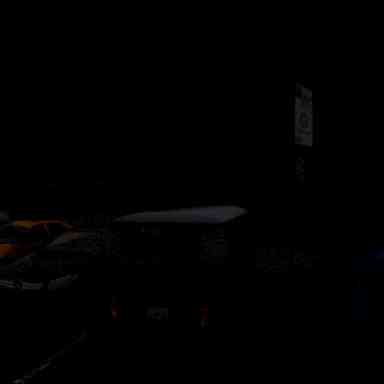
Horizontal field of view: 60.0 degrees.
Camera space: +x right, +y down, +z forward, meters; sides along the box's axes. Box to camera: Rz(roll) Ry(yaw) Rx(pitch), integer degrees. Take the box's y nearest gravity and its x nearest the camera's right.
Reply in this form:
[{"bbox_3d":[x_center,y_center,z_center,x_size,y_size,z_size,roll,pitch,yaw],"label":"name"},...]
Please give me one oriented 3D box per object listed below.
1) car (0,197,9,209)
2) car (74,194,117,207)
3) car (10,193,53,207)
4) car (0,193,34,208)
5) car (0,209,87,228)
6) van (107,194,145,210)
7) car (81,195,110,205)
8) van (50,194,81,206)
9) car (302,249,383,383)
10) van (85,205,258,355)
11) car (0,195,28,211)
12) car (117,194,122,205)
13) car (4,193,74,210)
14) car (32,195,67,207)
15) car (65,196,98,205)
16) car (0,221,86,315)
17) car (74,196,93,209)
[{"bbox_3d":[-27.543,1.521,44.947,4.792,1.488,2.163,-1,0,14],"label":"car"},{"bbox_3d":[-11.905,1.240,37.827,5.566,2.045,2.435,1,1,14],"label":"car"},{"bbox_3d":[-24.107,1.243,49.969,5.566,2.045,2.435,-1,-1,14],"label":"car"},{"bbox_3d":[-25.854,1.242,47.455,5.566,2.045,2.435,-1,0,14],"label":"car"},{"bbox_3d":[-4.818,1.478,9.392,1.946,1.575,5.366,1,-1,15],"label":"car"},{"bbox_3d":[-8.450,1.270,42.705,4.442,1.987,1.878,1,0,14],"label":"van"},{"bbox_3d":[-17.336,1.373,59.959,4.553,1.767,2.185,-1,0,14],"label":"car"},{"bbox_3d":[-20.866,1.273,54.997,4.442,1.987,1.878,-1,0,14],"label":"van"},{"bbox_3d":[2.562,1.485,4.335,2.097,1.535,5.008,0,-1,16],"label":"car"},{"bbox_3d":[0.152,1.261,6.201,1.878,1.987,4.442,0,-1,15],"label":"van"},{"bbox_3d":[-9.669,1.231,13.083,2.435,2.045,5.566,0,-1,15],"label":"car"},{"bbox_3d":[-10.248,1.241,40.278,5.566,2.045,2.435,1,1,14],"label":"car"},{"bbox_3d":[-15.161,1.238,32.925,5.566,2.045,2.435,1,0,14],"label":"car"},{"bbox_3d":[-22.472,1.370,52.482,4.553,1.767,2.185,-1,-1,14],"label":"car"},{"bbox_3d":[-19.063,1.499,57.481,4.892,1.521,2.231,-1,-1,14],"label":"car"},{"bbox_3d":[-2.317,1.524,7.832,2.002,1.452,4.674,1,-1,15],"label":"car"},{"bbox_3d":[-13.562,1.519,35.366,4.792,1.488,2.163,1,1,14],"label":"car"}]
